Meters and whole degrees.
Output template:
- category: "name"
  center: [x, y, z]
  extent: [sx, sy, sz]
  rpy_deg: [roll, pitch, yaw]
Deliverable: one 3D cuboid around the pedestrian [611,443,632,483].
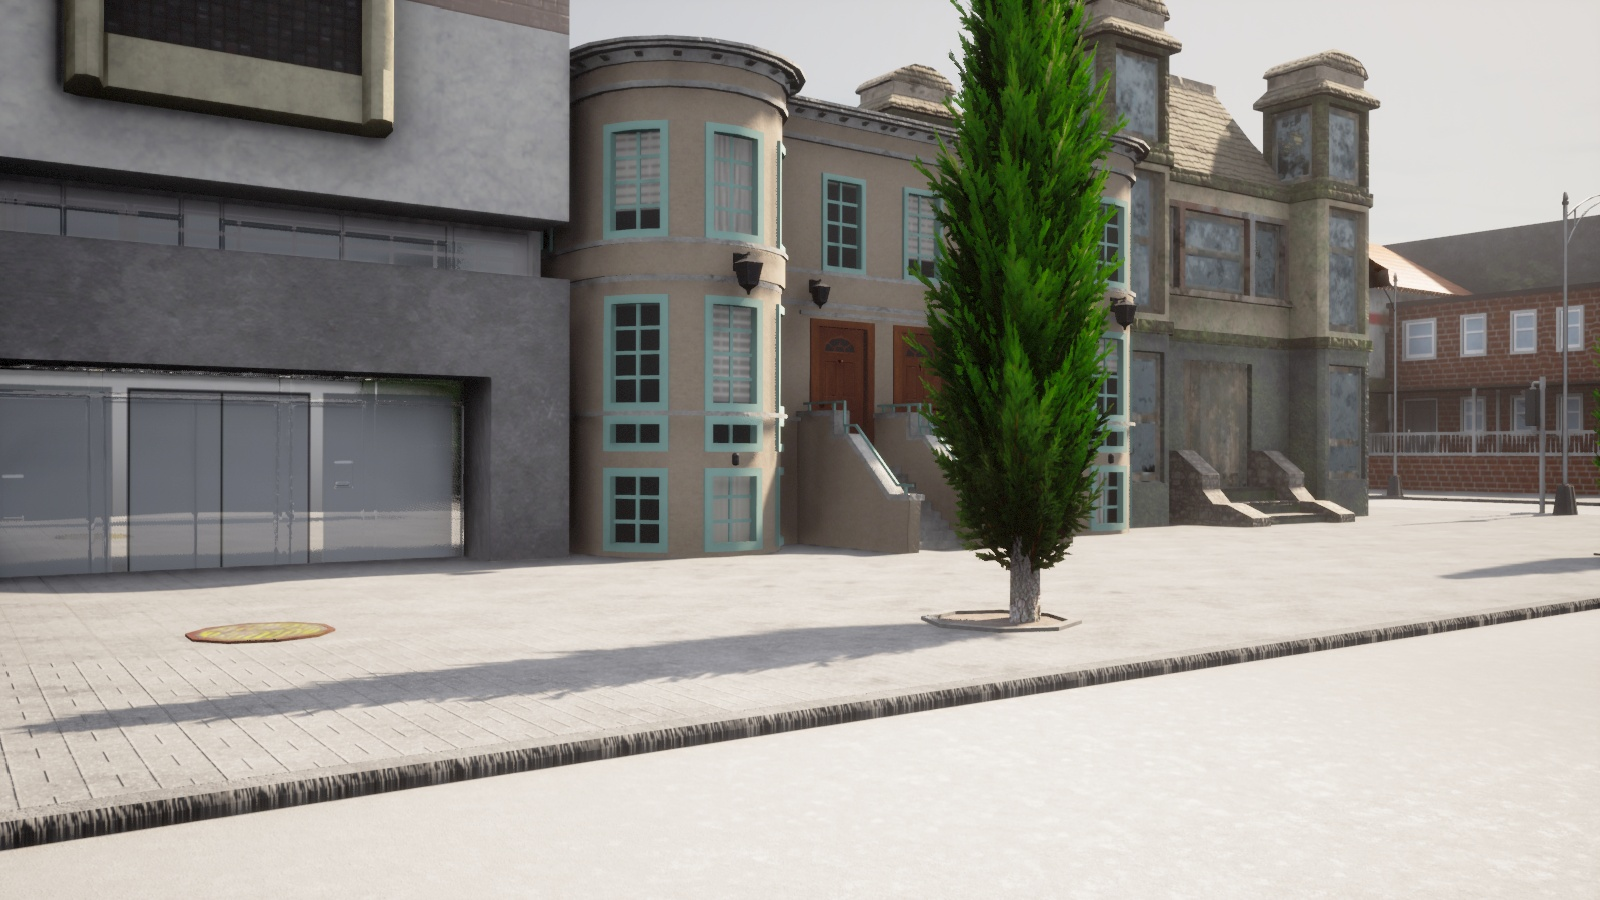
- category: "pedestrian"
  center: [-8.832, 0.621, 62.149]
  extent: [0.659, 1.952, 0.873]
  rpy_deg: [0, 0, -38]
